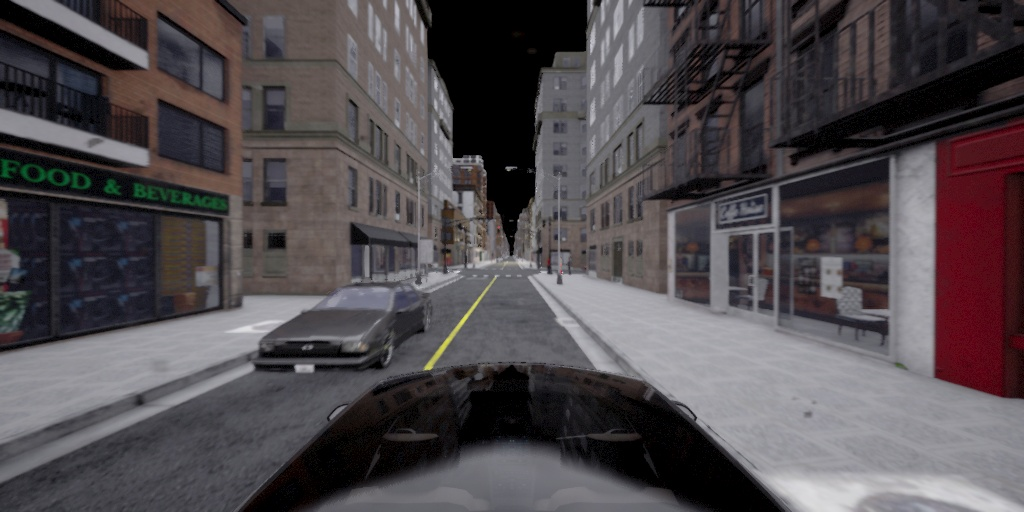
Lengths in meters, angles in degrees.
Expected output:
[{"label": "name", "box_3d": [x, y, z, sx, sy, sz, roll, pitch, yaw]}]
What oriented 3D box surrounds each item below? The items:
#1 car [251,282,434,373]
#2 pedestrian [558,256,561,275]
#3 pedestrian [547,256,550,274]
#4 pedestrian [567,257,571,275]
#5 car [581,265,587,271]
[{"label": "car", "box_3d": [-3.108, 1.303, 8.036, 2.033, 1.411, 5.357, 0, 0, 0]}, {"label": "pedestrian", "box_3d": [4.604, 0.909, 34.548, 0.375, 1.860, 0.375, 0, 0, 0]}, {"label": "pedestrian", "box_3d": [3.603, 0.899, 35.747, 0.375, 1.860, 0.375, 0, 0, 0]}, {"label": "pedestrian", "box_3d": [5.604, 0.932, 35.149, 0.375, 1.860, 0.375, 0, 0, 0]}, {"label": "car", "box_3d": [11.609, 1.439, 49.349, 4.207, 1.307, 1.802, 0, 0, 0]}]
